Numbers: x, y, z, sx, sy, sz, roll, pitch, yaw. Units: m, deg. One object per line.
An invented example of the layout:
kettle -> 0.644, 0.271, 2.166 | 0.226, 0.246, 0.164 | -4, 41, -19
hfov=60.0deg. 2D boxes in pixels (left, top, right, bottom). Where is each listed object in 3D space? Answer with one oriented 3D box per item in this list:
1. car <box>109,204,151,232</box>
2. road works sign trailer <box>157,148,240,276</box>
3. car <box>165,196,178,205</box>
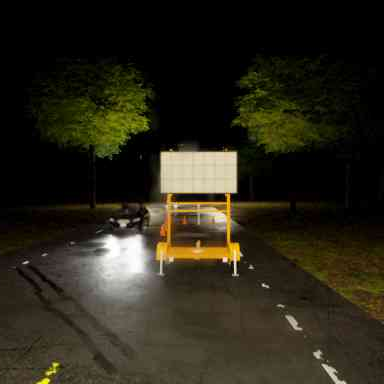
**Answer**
car -> -3.621, 1.484, 19.970 | 2.128, 1.511, 4.902 | 0, 0, 0
road works sign trailer -> 0.209, 0.459, 10.337 | 2.380, 3.560, 2.880 | 0, 0, 2
car -> -3.568, 1.540, 57.917 | 1.837, 1.490, 4.892 | 0, 0, 0
